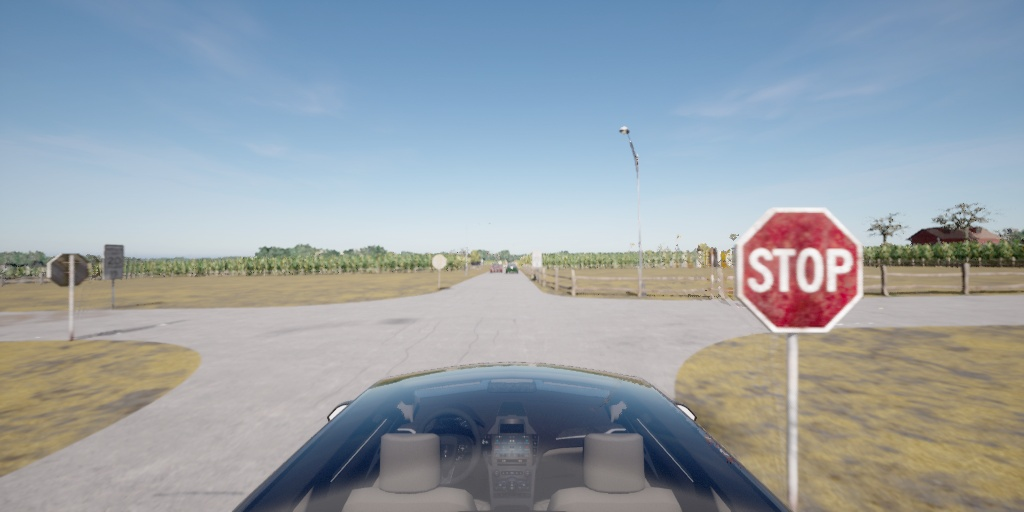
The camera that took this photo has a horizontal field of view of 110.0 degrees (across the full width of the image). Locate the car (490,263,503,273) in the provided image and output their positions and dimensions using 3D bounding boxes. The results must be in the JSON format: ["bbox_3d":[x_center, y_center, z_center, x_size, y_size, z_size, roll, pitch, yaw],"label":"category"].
[{"bbox_3d":[-2.760,2.090,63.498,2.097,1.767,4.553,0,-1,0],"label":"car"}]

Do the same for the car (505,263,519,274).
[{"bbox_3d":[-0.009,2.002,58.850,2.097,1.767,4.553,0,-1,0],"label":"car"}]
